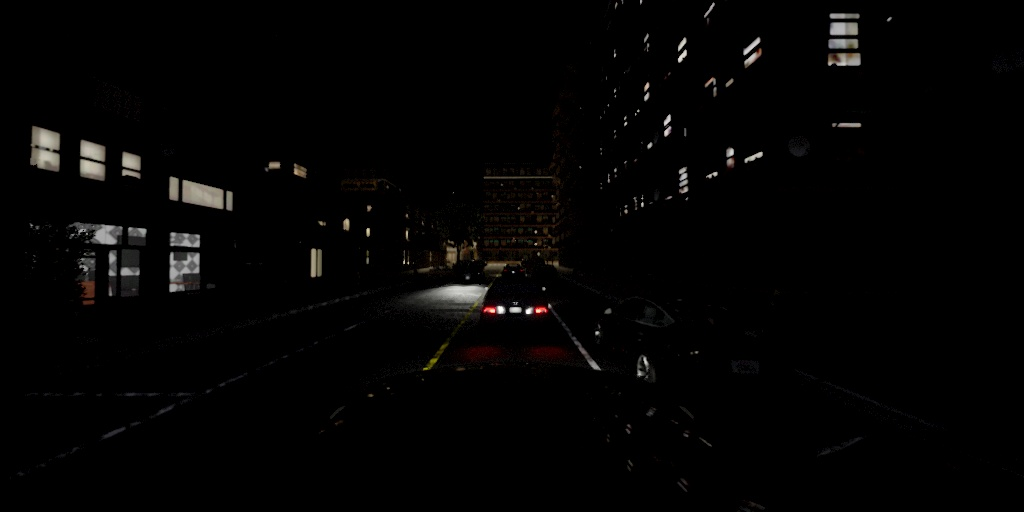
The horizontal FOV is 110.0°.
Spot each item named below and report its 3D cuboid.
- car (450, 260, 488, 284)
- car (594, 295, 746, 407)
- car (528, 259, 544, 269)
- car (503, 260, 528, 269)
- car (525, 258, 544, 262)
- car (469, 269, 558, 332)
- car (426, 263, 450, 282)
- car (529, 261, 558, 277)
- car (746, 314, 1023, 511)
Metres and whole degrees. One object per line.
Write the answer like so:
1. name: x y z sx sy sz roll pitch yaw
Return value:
1. car: -3.097 1.258 27.530 2.128 1.511 4.902 0 0 0
2. car: 2.692 1.318 6.225 1.948 1.339 4.313 0 0 0
3. car: 2.694 1.298 34.827 1.751 1.417 4.829 0 0 0
4. car: 0.103 1.335 32.289 1.994 1.385 4.181 0 0 0
5. car: 2.695 1.092 40.344 2.192 1.841 5.009 0 0 0
6. car: 0.096 1.303 10.843 2.033 1.411 5.357 0 0 0
7. car: -5.654 1.293 28.743 1.751 1.417 4.829 0 0 0
8. car: 2.694 1.319 28.970 2.007 1.370 4.403 0 0 0
9. car: 2.691 1.189 0.537 1.967 1.591 4.097 0 0 0
